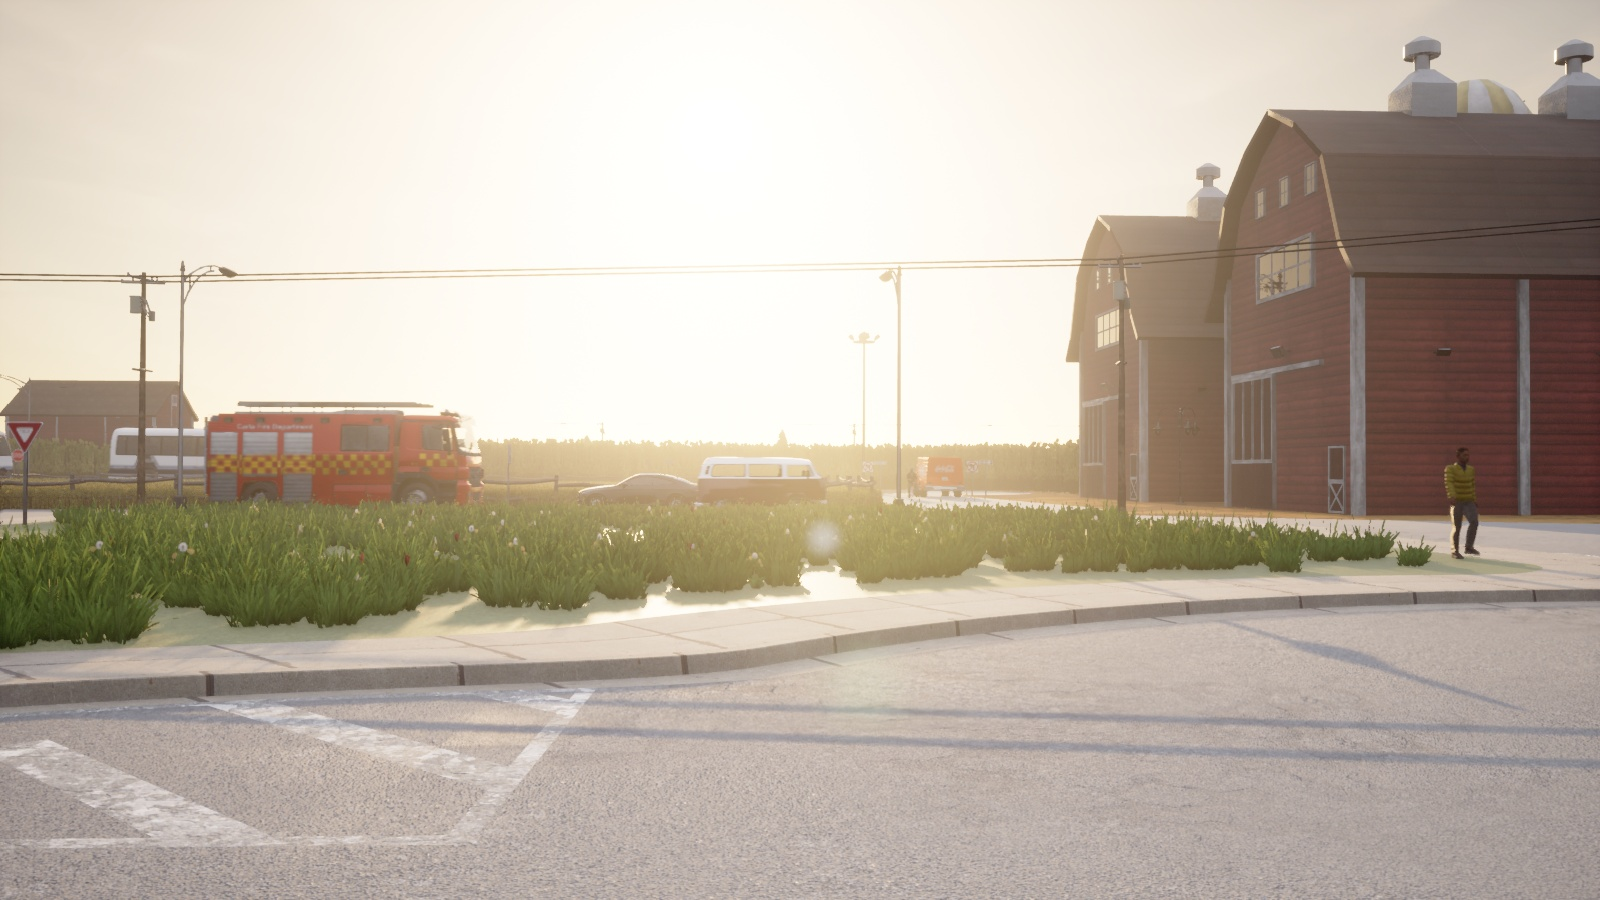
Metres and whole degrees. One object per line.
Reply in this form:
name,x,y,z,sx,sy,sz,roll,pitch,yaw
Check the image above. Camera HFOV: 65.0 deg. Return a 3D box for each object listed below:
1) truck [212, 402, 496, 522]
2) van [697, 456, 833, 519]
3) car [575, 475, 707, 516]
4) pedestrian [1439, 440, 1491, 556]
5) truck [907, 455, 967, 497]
truck,-14.751,0.414,42.054,8.468,3.827,2.891,0,-1,-3
van,-1.241,1.262,42.768,4.480,2.038,2.069,-1,-1,-5
car,-5.769,1.633,45.931,4.674,1.442,1.812,0,-1,-3
pedestrian,10.771,0.768,20.363,0.431,1.840,0.709,0,-1,-2
truck,8.387,1.593,77.513,2.627,2.467,5.204,0,-1,-6
